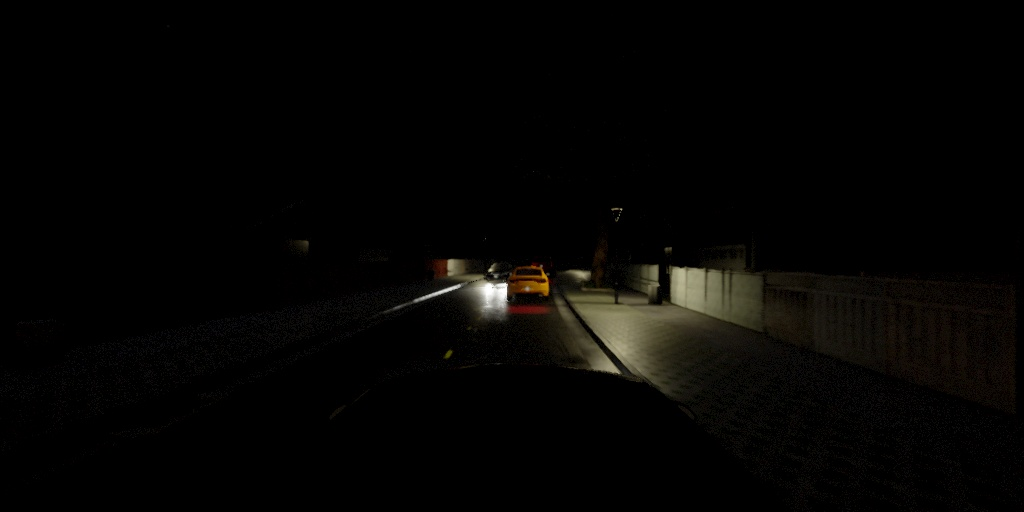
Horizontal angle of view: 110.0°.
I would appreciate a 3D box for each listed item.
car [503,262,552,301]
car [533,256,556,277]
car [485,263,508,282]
[{"bbox_3d":[0.852,1.265,17.875,1.882,1.535,5.008,0,0,4],"label":"car"},{"bbox_3d":[3.221,1.063,36.623,2.150,2.045,5.566,0,0,10],"label":"car"},{"bbox_3d":[-0.876,1.305,29.254,2.128,1.511,4.902,0,0,8],"label":"car"}]
